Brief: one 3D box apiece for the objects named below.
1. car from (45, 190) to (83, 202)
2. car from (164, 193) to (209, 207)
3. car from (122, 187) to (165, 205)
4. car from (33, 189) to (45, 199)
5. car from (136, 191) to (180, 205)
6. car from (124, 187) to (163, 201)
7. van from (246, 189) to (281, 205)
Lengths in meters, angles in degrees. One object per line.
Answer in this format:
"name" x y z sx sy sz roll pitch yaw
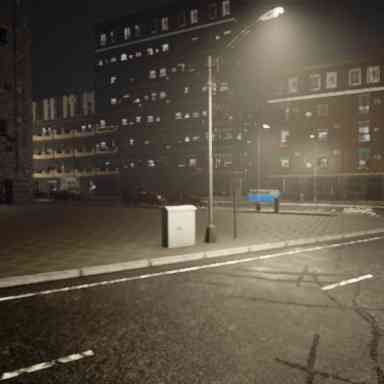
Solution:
"car" -15.577 0.512 41.383 4.507 1.381 1.887 1 0 25
"car" -0.305 0.856 34.147 4.206 1.307 1.802 1 0 25
"car" -5.389 0.488 36.558 5.009 1.841 2.192 1 0 25
"car" -22.812 0.270 47.765 4.892 1.490 1.837 1 1 25
"car" -3.999 0.645 38.748 4.892 1.490 1.837 1 1 25
"car" -6.798 0.265 46.496 5.009 1.841 2.192 1 0 25
"van" 8.470 0.593 39.264 3.998 1.788 1.690 1 0 25
